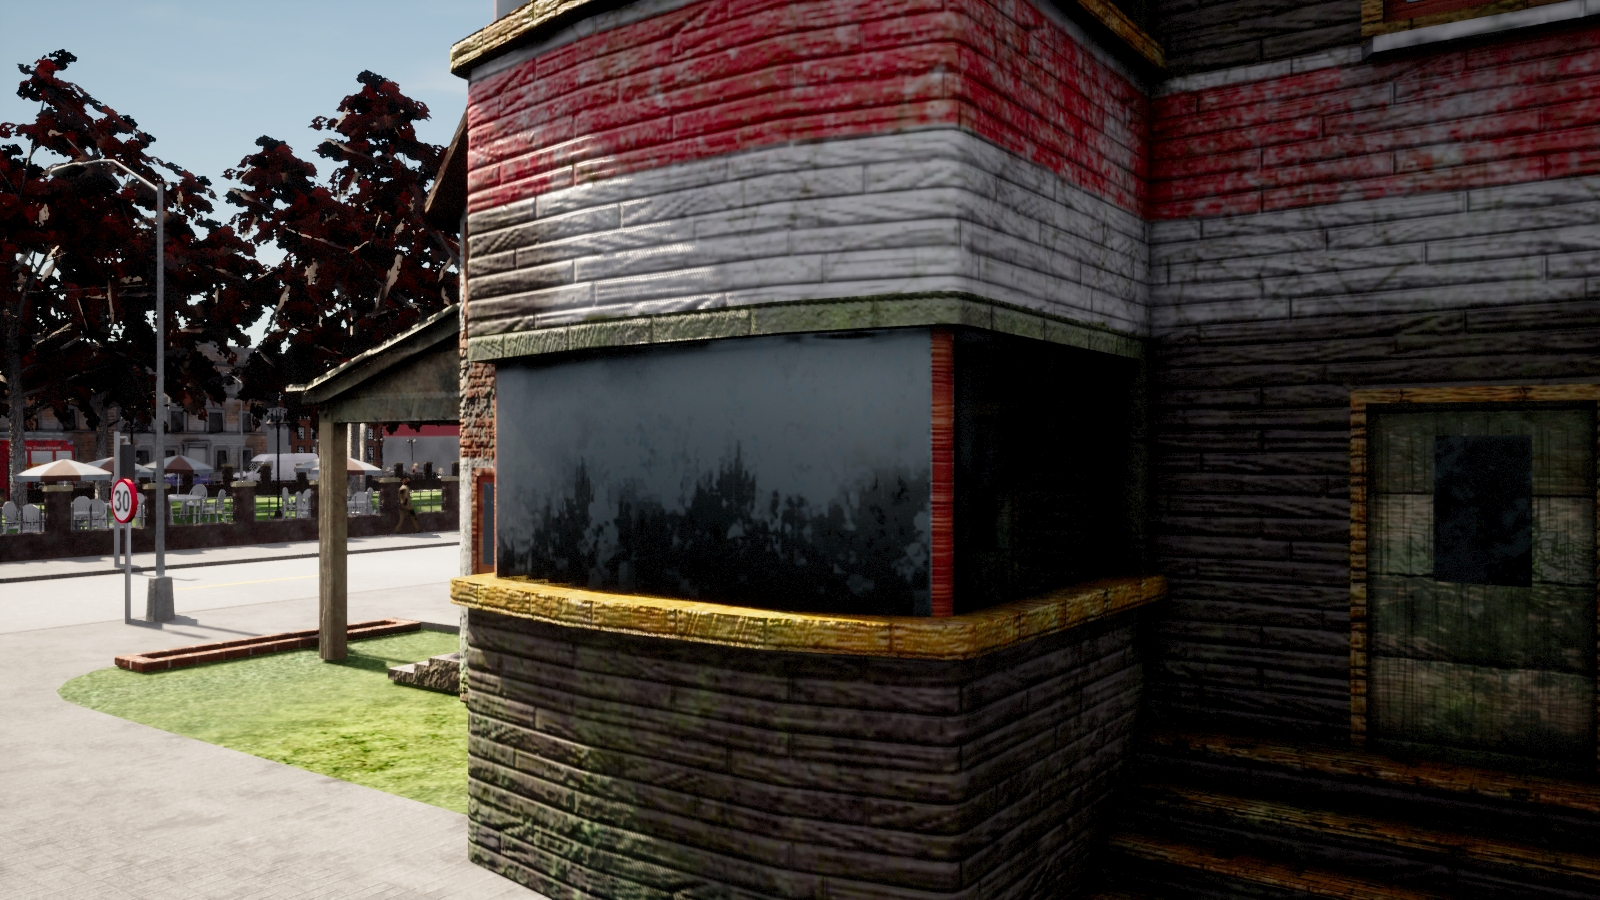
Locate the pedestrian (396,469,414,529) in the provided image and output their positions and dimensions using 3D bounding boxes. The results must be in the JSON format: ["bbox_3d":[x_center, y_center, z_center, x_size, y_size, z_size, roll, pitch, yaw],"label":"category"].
[{"bbox_3d":[-12.425,1.525,35.944,0.375,1.860,0.375,0,0,35],"label":"pedestrian"}]
